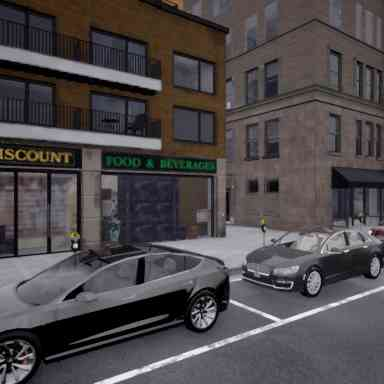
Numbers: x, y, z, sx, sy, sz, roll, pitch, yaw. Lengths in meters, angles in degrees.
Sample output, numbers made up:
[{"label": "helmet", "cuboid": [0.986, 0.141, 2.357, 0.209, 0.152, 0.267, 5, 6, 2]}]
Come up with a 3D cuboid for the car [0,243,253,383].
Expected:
[{"label": "car", "cuboid": [-1.322, 1.566, 5.244, 4.313, 1.339, 1.947, 0, 0, -35]}]

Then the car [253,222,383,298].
[{"label": "car", "cuboid": [3.186, 1.551, 8.427, 4.403, 1.369, 2.008, 0, 0, -35]}]
